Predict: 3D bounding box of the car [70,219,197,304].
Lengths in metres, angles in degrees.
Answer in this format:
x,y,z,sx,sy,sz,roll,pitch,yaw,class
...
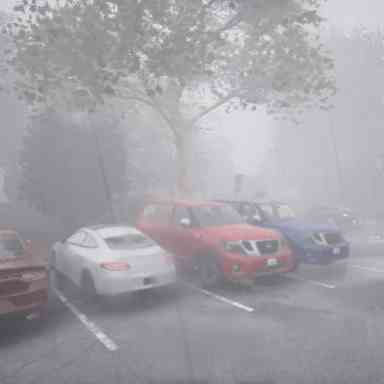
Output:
x,y,z,sx,sy,sz,roll,pitch,yaw,class
-2.133,1.538,8.284,2.002,1.452,4.674,0,0,-35,car

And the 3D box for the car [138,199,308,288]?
x,y,z,sx,sy,sz,roll,pitch,yaw,class
0.252,1.268,9.951,2.435,2.045,5.566,1,0,-35,car

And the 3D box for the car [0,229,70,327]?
x,y,z,sx,sy,sz,roll,pitch,yaw,class
-4.297,1.481,6.737,2.097,1.535,5.008,0,0,-35,car

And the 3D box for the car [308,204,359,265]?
x,y,z,sx,sy,sz,roll,pitch,yaw,class
2.419,1.289,11.497,2.435,2.045,5.566,1,0,-35,car

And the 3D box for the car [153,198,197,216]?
x,y,z,sx,sy,sz,roll,pitch,yaw,class
-1.854,1.476,34.391,2.033,1.411,5.357,-4,3,-34,car
